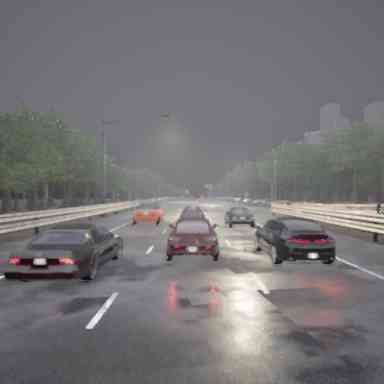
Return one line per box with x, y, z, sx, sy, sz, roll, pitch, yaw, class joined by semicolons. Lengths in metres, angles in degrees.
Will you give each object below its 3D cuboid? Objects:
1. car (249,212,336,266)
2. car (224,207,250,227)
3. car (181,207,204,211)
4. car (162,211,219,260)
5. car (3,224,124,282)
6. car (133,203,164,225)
3.541;1.657;12.188;1.837;1.490;4.892;0;-1;0;car
3.510;1.851;25.132;2.033;1.411;5.357;0;-1;0;car
0.031;1.891;27.422;1.994;1.385;4.181;0;0;0;car
0.042;1.687;12.985;1.812;1.442;4.674;0;0;1;car
-3.480;1.674;10.152;2.033;1.411;5.357;0;-1;0;car
-3.472;1.675;27.247;2.097;1.767;4.553;0;-1;0;car
